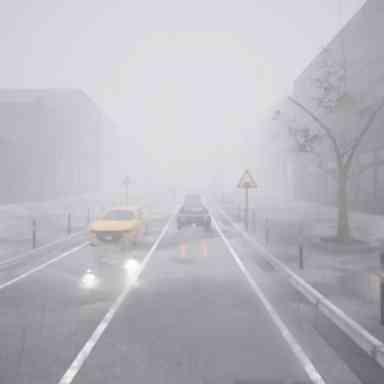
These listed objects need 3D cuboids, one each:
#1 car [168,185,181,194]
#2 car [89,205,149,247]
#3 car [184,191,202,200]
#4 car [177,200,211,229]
[{"bbox_3d":[-2.967,-0.506,56.908,1.882,1.535,5.008,0,3,1],"label":"car"},{"bbox_3d":[-3.095,1.404,14.878,1.882,1.535,5.008,0,1,0],"label":"car"},{"bbox_3d":[0.106,0.601,38.249,1.882,1.535,5.008,0,3,0],"label":"car"},{"bbox_3d":[0.106,1.426,20.122,1.895,1.301,4.718,0,1,0],"label":"car"}]
